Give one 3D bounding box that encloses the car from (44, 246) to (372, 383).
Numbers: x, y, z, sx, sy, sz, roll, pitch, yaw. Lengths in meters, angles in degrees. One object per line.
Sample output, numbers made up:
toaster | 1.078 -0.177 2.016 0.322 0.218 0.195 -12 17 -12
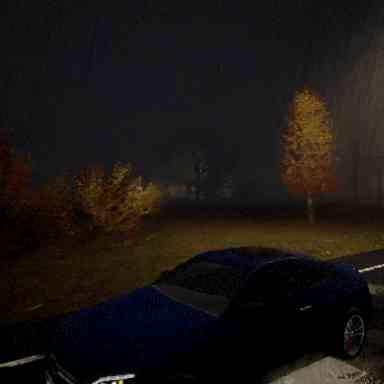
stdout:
car | 0.591 1.526 4.411 4.674 1.442 1.812 0 0 -35
